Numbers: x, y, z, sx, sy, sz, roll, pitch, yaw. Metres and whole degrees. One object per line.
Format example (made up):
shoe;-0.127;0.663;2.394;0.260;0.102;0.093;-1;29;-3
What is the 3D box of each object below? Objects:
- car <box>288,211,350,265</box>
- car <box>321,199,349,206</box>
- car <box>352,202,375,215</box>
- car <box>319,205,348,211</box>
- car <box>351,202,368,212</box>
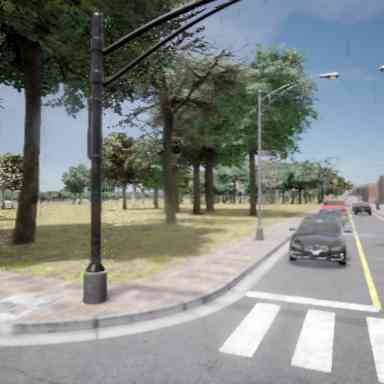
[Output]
car;4.987;1.731;12.905;1.837;1.490;4.892;0;-1;25
car;13.649;1.671;31.780;2.150;2.045;5.566;0;-1;25
car;21.503;2.107;41.867;1.837;1.490;4.892;0;-1;25
car;9.178;1.829;22.042;1.837;1.490;4.892;0;-1;25
car;26.131;2.276;51.965;2.128;1.511;4.902;0;-1;25
